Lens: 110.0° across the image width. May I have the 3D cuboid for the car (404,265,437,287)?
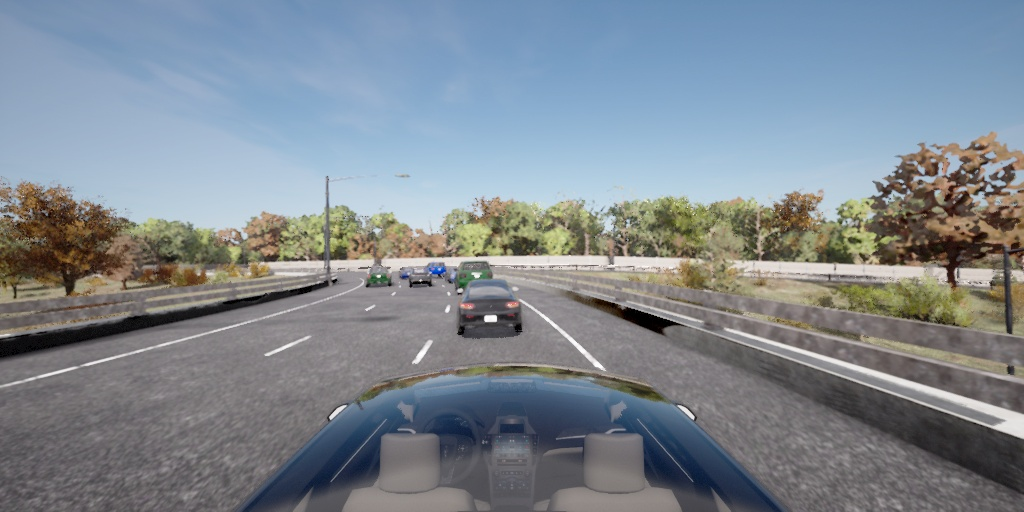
[{"bbox_3d":[-8.007,1.824,31.160,2.128,1.511,4.902,-1,-1,-16],"label":"car"}]

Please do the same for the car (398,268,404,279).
[{"bbox_3d":[-13.252,2.202,45.386,1.994,1.385,4.181,-1,-1,-24],"label":"car"}]

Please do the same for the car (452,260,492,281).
[{"bbox_3d":[-2.541,1.325,23.287,2.150,2.045,5.566,-1,-1,-11],"label":"car"}]

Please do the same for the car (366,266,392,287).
[{"bbox_3d":[-12.040,1.795,32.587,2.097,1.767,4.553,-1,-1,-19],"label":"car"}]

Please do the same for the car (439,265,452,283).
[{"bbox_3d":[-5.566,1.877,35.208,2.033,1.411,5.357,-1,-1,-17],"label":"car"}]

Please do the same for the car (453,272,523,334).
[{"bbox_3d":[-0.743,1.435,11.277,1.812,1.442,4.674,-1,-1,-5],"label":"car"}]

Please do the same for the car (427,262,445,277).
[{"bbox_3d":[-10.076,1.806,46.890,2.150,2.045,5.566,-1,-1,-24],"label":"car"}]
